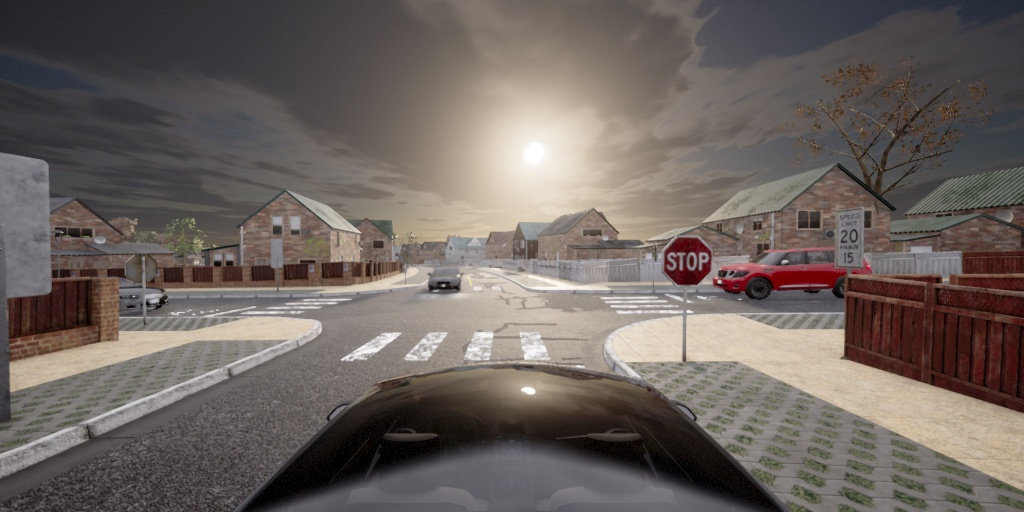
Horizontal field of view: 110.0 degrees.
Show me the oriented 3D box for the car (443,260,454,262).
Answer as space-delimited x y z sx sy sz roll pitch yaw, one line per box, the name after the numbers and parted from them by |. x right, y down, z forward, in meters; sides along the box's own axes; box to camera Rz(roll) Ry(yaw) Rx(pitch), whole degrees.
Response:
-8.517 1.272 48.423 2.097 1.767 4.553 0 0 -13 | car

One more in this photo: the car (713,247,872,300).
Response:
11.652 0.684 15.121 5.566 2.045 2.150 -1 1 5 | car

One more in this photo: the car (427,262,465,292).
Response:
-3.918 1.335 21.607 1.837 1.490 4.892 0 0 -6 | car

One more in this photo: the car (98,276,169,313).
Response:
-16.926 1.608 14.739 4.902 1.511 2.128 -1 1 5 | car
